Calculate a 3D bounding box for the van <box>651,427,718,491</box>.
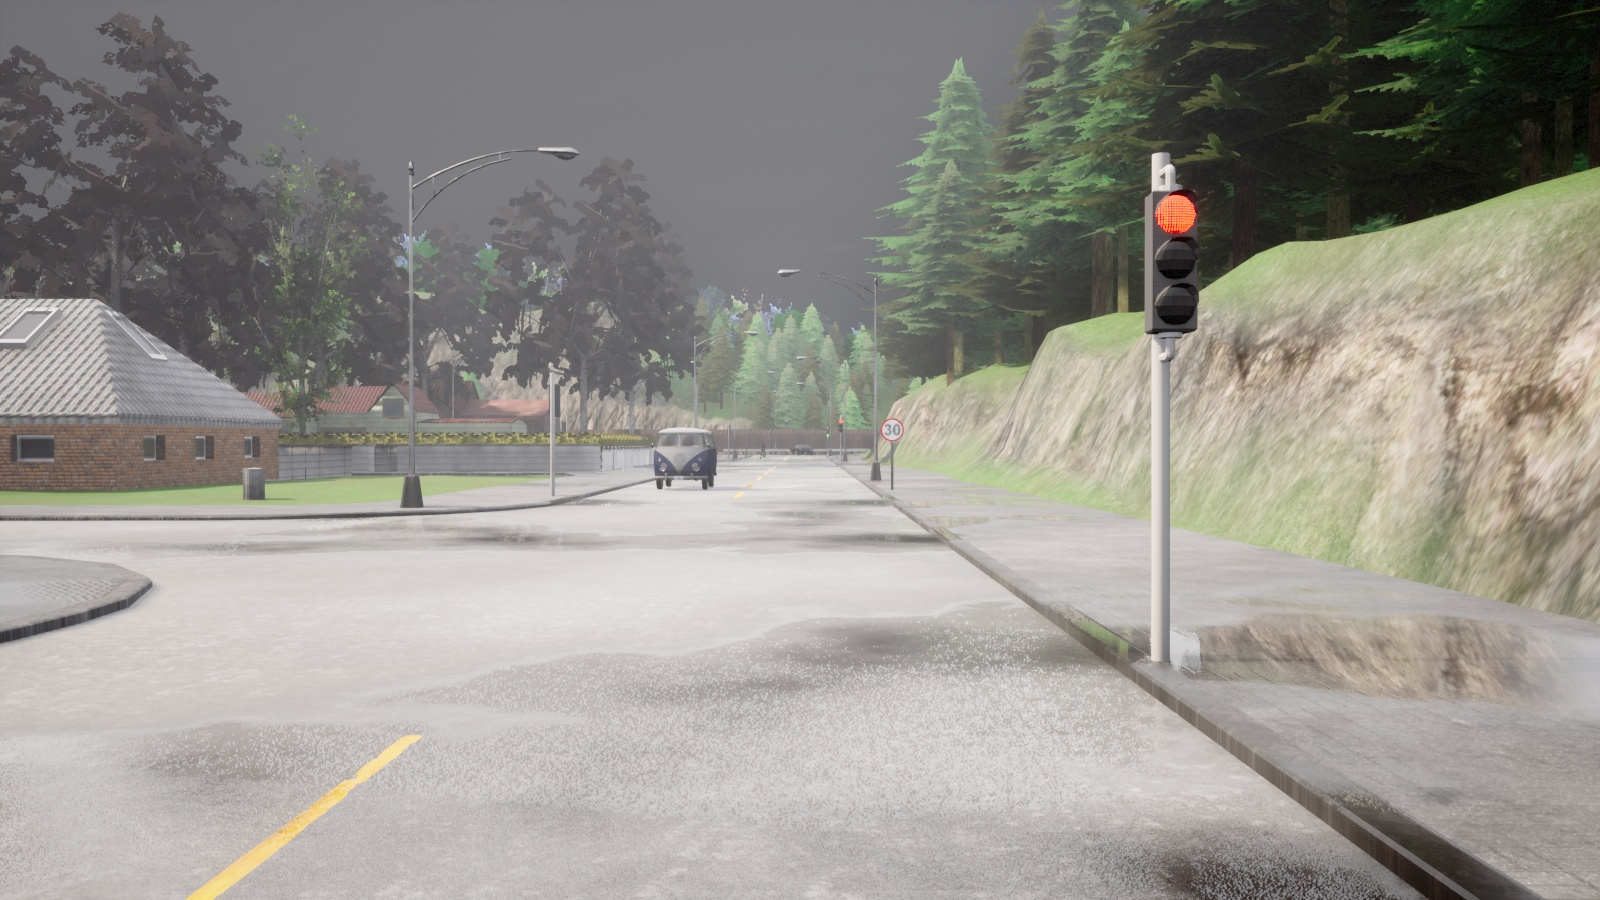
[{"bbox_3d":[-3.750,0.260,41.345,1.775,1.987,4.442,0,1,0],"label":"van"}]
